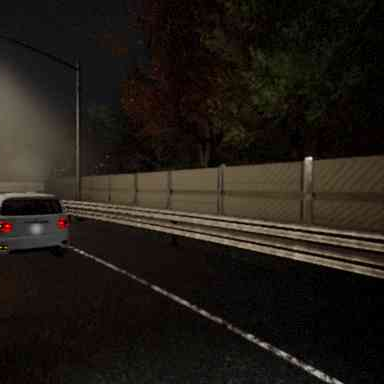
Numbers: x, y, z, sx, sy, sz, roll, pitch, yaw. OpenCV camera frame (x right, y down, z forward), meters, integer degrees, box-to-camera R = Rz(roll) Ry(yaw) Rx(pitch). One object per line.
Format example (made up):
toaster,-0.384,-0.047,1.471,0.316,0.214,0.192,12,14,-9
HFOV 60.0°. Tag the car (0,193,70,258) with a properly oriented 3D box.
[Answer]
car,-5.935,1.037,11.282,2.150,2.045,5.566,0,1,-38
